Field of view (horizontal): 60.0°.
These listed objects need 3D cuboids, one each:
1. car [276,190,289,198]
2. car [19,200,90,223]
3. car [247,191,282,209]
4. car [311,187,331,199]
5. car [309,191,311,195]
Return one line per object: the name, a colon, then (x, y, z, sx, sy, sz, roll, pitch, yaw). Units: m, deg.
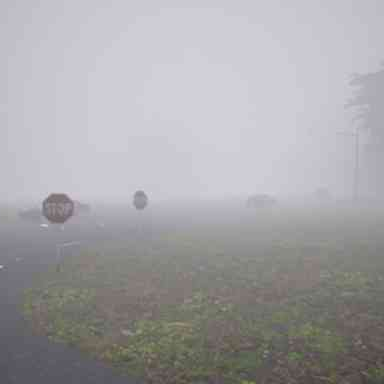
car: (15.586, 0.353, 59.051, 1.882, 1.535, 5.008, 2, 3, 36)
car: (-9.673, 1.247, 23.758, 1.882, 1.535, 5.008, 2, 3, 36)
car: (7.593, 0.970, 35.858, 1.837, 1.490, 4.892, 2, 2, 36)
car: (23.206, 0.136, 58.984, 2.150, 2.045, 5.566, 2, 2, 30)
car: (28.925, -0.120, 77.688, 2.097, 1.767, 4.553, 2, 2, 36)
